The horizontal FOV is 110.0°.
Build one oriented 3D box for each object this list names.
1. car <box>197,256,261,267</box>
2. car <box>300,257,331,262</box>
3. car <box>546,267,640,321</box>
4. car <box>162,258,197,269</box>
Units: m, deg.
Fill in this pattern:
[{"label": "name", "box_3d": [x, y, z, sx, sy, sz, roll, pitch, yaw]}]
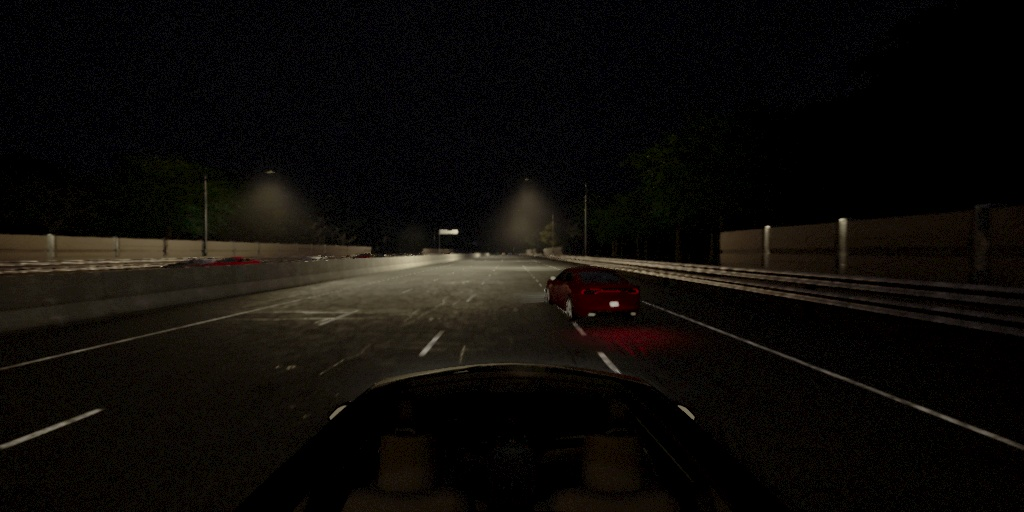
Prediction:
[{"label": "car", "box_3d": [-24.605, 0.814, 31.786, 1.882, 1.535, 5.008, 0, 0, 0]}, {"label": "car", "box_3d": [-17.604, 0.825, 32.020, 2.128, 1.511, 4.902, 0, 1, 0]}, {"label": "car", "box_3d": [2.435, 1.102, 11.952, 1.882, 1.535, 5.008, 0, 1, -6]}, {"label": "car", "box_3d": [-28.102, 0.881, 32.081, 2.033, 1.411, 5.357, 0, 1, 0]}]
